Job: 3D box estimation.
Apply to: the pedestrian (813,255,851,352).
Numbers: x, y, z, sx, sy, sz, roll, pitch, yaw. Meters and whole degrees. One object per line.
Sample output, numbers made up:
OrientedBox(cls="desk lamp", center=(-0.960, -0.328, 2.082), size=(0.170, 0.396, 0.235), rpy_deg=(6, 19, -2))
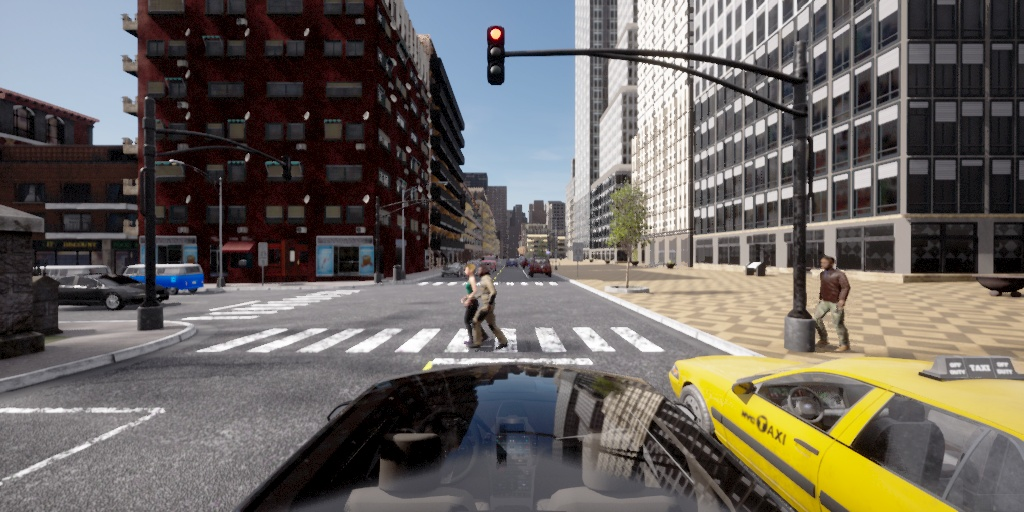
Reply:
OrientedBox(cls="pedestrian", center=(6.095, 0.890, 6.864), size=(0.375, 1.860, 0.375), rpy_deg=(0, 0, 0))

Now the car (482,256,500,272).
OrientedBox(cls="car", center=(-3.084, 0.978, 47.141), size=(2.150, 2.045, 5.566), rpy_deg=(0, 0, -1))

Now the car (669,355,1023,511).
OrientedBox(cls="car", center=(2.689, 1.275, 2.354), size=(1.751, 1.417, 4.829), rpy_deg=(0, 0, 0))

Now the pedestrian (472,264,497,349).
OrientedBox(cls="pedestrian", center=(-0.570, 1.051, 7.561), size=(0.375, 1.860, 0.375), rpy_deg=(0, 0, 0))

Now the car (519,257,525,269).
OrientedBox(cls="car", center=(2.691, 1.083, 56.702), size=(2.192, 1.841, 5.009), rpy_deg=(0, 0, 0))

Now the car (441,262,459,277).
OrientedBox(cls="car", center=(-5.690, 1.300, 34.597), size=(2.007, 1.370, 4.403), rpy_deg=(0, 0, 0))

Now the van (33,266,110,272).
OrientedBox(cls="van", center=(-26.305, 1.475, 21.307), size=(3.998, 1.789, 1.690), rpy_deg=(0, 0, -1))

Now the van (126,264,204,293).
OrientedBox(cls="van", center=(-20.767, 1.385, 21.358), size=(3.998, 1.789, 1.690), rpy_deg=(0, 0, -1))

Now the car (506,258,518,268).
OrientedBox(cls="car", center=(0.001, 1.129, 63.760), size=(2.097, 1.767, 4.553), rpy_deg=(0, 0, 0))

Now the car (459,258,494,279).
OrientedBox(cls="car", center=(-3.095, 1.240, 32.197), size=(2.128, 1.511, 4.902), rpy_deg=(0, 0, 0))

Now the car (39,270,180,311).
OrientedBox(cls="car", center=(-17.866, 1.524, 15.591), size=(4.892, 1.490, 1.837), rpy_deg=(-1, 0, -1))

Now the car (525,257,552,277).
OrientedBox(cls="car", center=(2.690, 1.064, 34.597), size=(2.192, 1.841, 5.009), rpy_deg=(0, 0, 0))

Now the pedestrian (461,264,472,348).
OrientedBox(cls="pedestrian", center=(-0.895, 1.057, 8.108), size=(0.375, 1.860, 0.375), rpy_deg=(0, 0, 0))
